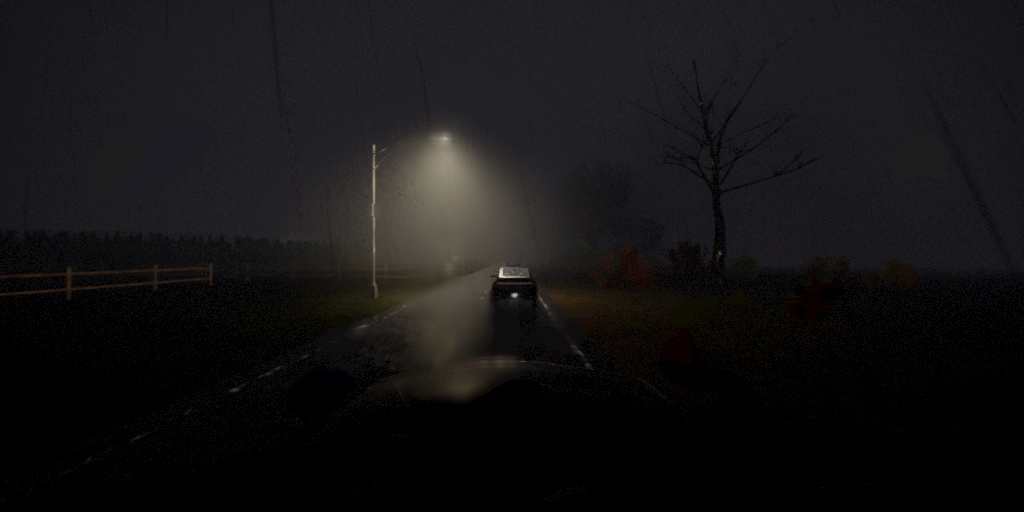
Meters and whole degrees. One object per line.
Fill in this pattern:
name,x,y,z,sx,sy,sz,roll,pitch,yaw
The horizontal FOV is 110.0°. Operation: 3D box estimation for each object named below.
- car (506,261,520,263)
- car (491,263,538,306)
car,0.101,1.253,35.194,2.128,1.511,4.902,0,0,0
car,0.101,1.240,15.676,2.128,1.511,4.902,0,0,0
